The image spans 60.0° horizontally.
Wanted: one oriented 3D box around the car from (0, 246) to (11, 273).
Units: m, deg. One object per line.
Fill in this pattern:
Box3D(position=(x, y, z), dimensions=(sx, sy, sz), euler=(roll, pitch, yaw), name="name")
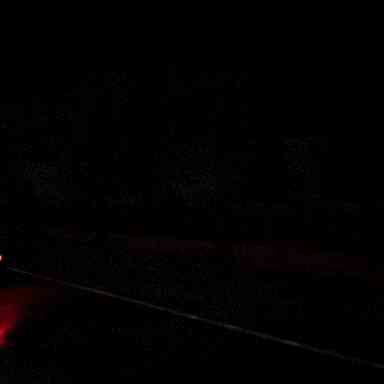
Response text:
Box3D(position=(-6.883, 1.634, 8.906), dimensions=(4.718, 1.301, 1.895), euler=(0, 0, 36), name="car")
